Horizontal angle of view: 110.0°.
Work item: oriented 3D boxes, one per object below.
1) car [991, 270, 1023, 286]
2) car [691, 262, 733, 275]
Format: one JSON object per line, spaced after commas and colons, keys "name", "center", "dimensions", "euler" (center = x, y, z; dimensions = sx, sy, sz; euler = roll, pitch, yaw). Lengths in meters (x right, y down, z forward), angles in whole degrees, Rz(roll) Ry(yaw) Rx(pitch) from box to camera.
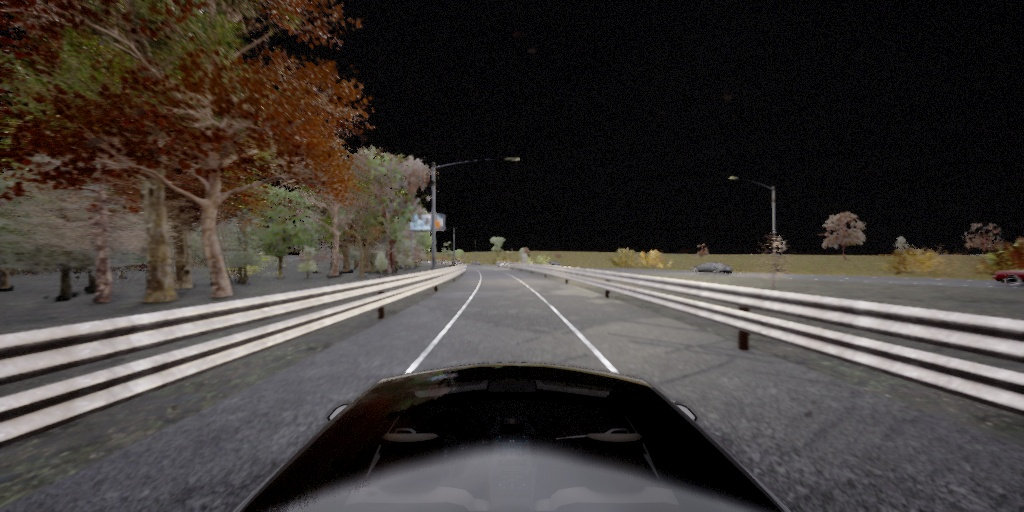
{"name": "car", "center": [30.884, 1.119, 20.042], "dimensions": [1.895, 1.301, 4.718], "euler": [0, -1, -23]}
{"name": "car", "center": [22.325, 1.366, 40.234], "dimensions": [1.994, 1.385, 4.181], "euler": [0, -1, -23]}
